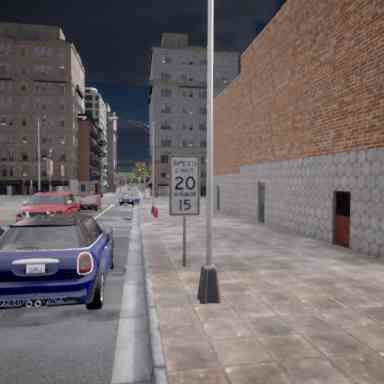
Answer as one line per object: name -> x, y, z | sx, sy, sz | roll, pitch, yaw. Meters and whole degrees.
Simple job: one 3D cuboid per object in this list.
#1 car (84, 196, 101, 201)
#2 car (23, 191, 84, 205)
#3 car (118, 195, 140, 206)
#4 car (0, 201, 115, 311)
car -> -9.874, 1.090, 32.160 | 1.882, 1.535, 5.008 | 0, 1, -9
car -> -7.558, 1.013, 17.918 | 2.150, 2.045, 5.566 | 0, 1, -9
car -> -7.953, 1.086, 42.698 | 1.895, 1.301, 4.718 | 1, 0, 2
car -> -2.966, 1.278, 7.665 | 2.097, 1.767, 4.553 | 0, 1, -9
